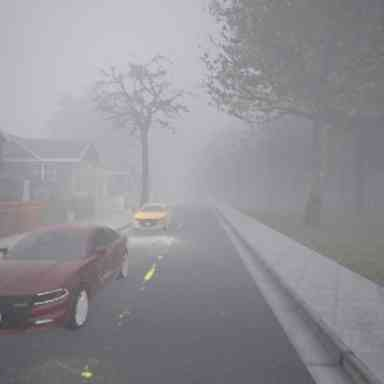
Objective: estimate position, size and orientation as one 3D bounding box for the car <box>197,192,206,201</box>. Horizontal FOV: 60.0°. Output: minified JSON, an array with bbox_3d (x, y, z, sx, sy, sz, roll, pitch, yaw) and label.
[{"bbox_3d":[2.381,1.160,83.274,2.150,2.045,5.566,0,0,2],"label":"car"}]

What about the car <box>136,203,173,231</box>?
[{"bbox_3d":[-2.282,1.437,20.371,1.882,1.535,5.008,0,0,2],"label":"car"}]

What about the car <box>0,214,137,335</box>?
[{"bbox_3d":[-2.672,1.454,7.075,1.882,1.535,5.008,0,0,2],"label":"car"}]
